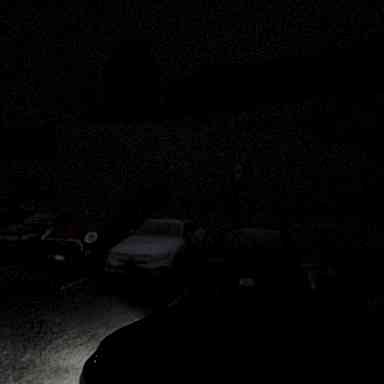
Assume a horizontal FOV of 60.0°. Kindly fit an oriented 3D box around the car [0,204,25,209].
[{"bbox_3d":[-8.144,1.469,15.324,2.163,1.488,4.792,0,0,15],"label":"car"}]

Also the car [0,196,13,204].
[{"bbox_3d":[-10.582,1.167,17.066,2.435,2.045,5.566,1,0,15],"label":"car"}]

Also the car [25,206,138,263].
[{"bbox_3d":[-3.244,1.344,11.836,2.185,1.767,4.553,1,-1,16],"label":"car"}]

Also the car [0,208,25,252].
[{"bbox_3d":[-5.695,1.500,13.548,2.002,1.452,4.674,1,0,16],"label":"car"}]

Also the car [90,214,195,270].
[{"bbox_3d":[-0.811,1.518,10.064,2.002,1.452,4.674,1,-1,16],"label":"car"}]

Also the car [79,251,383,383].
[{"bbox_3d":[0.979,1.563,2.679,4.181,1.385,1.994,0,0,36],"label":"car"}]

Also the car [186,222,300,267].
[{"bbox_3d":[1.626,1.483,8.314,2.097,1.535,5.008,0,-1,16],"label":"car"}]
